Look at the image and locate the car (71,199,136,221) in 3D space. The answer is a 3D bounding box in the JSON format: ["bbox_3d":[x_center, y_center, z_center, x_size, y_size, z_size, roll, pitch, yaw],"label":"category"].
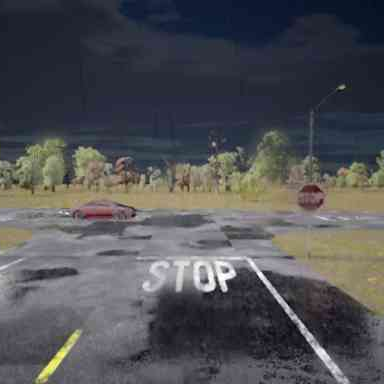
[{"bbox_3d":[-5.913,1.198,22.535,4.181,1.385,1.994,0,1,0],"label":"car"}]
